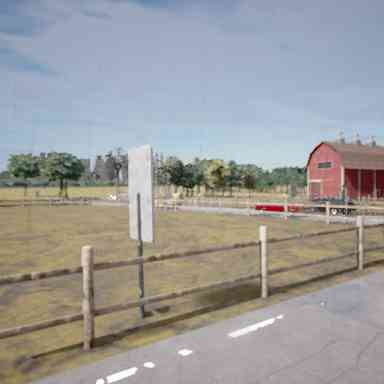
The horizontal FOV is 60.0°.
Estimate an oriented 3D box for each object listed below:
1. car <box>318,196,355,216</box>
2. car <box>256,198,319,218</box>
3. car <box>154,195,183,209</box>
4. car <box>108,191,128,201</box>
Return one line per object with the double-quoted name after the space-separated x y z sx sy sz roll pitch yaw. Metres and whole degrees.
10.923 1.142 27.583 1.837 1.490 4.892 -2 1 -35 "car"
7.558 1.325 27.251 1.895 1.301 4.718 -2 1 -36 "car"
-3.065 1.163 42.181 2.097 1.767 4.553 -2 1 -35 "car"
-11.949 0.804 54.810 2.150 2.045 5.566 -2 0 -35 "car"
